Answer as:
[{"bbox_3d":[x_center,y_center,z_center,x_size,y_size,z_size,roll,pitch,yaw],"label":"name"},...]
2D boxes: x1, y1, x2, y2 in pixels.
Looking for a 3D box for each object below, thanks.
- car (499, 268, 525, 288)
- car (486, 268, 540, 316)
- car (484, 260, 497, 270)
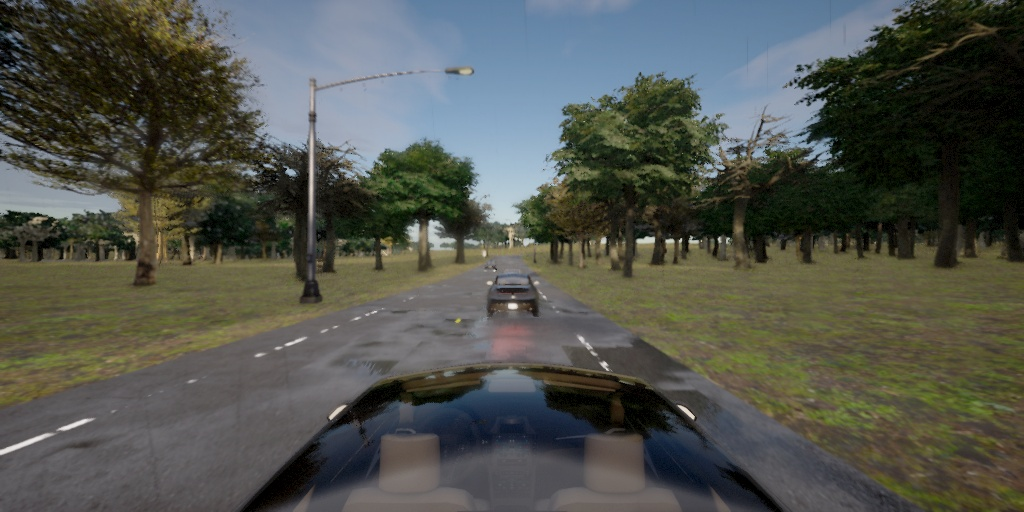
[{"bbox_3d":[0.036,1.670,28.467,1.895,1.301,4.718,0,-1,1],"label":"car"},{"bbox_3d":[0.045,1.406,14.109,1.837,1.490,4.892,0,0,0],"label":"car"},{"bbox_3d":[-3.555,1.517,60.334,1.837,1.490,4.892,0,1,1],"label":"car"}]
